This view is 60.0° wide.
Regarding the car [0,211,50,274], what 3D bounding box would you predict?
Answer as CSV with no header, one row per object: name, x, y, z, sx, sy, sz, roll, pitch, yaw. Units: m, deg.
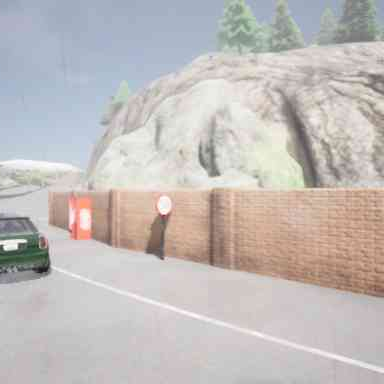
car,-5.963,1.384,9.786,2.097,1.767,4.553,1,0,-44

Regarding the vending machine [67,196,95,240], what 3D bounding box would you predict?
vending machine,-5.519,1.260,16.516,1.100,2.100,0.880,0,0,-38
